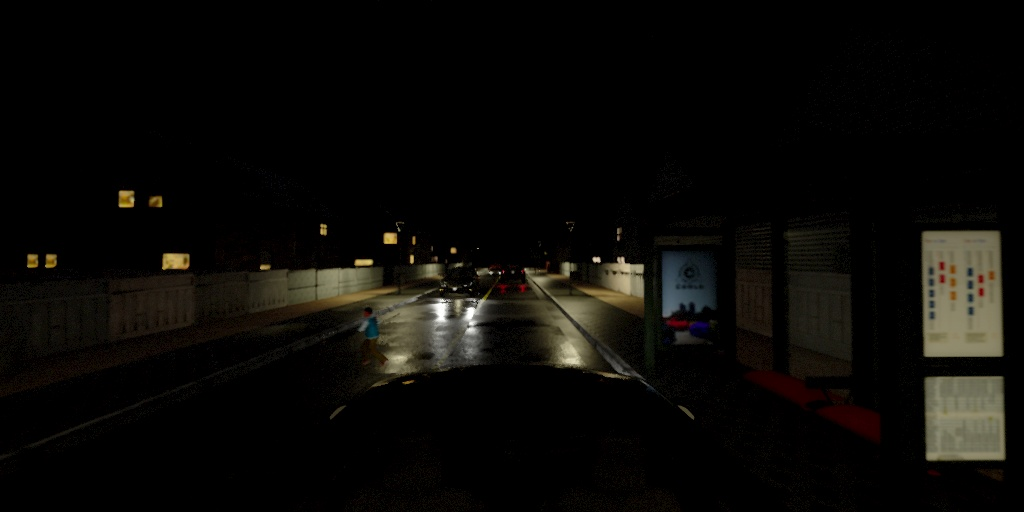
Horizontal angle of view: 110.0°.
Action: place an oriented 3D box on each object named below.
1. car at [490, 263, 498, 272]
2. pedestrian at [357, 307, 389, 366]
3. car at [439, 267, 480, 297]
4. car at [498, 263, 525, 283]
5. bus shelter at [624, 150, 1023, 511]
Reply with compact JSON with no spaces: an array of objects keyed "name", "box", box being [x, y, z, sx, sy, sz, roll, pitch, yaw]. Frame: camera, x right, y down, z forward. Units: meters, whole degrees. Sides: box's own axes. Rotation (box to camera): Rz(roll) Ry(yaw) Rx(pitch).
[{"name":"car","box":[-2.791,1.915,62.687,1.882,1.535,5.008,0,-1,1]},{"name":"pedestrian","box":[-2.549,1.459,6.542,0.500,1.100,0.500,0,-1,-4]},{"name":"car","box":[-2.845,1.414,20.262,1.837,1.490,4.892,0,-1,0]},{"name":"car","box":[0.098,1.387,31.652,2.097,1.767,4.553,0,-1,0]},{"name":"bus shelter","box":[3.010,0.644,4.456,1.920,2.740,3.880,0,0,0]}]
